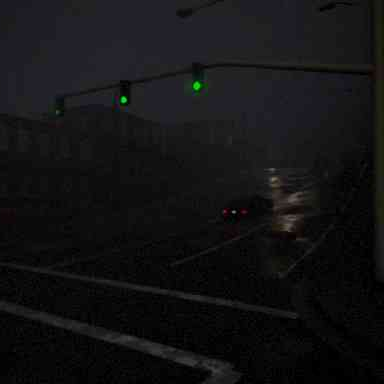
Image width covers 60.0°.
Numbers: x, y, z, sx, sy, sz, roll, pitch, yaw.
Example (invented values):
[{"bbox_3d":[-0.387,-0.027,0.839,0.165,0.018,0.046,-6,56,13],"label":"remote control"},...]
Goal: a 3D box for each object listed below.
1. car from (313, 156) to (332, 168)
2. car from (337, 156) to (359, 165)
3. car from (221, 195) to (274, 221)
[{"bbox_3d":[18.278,-4.267,46.407,1.882,1.535,5.008,-1,8,31],"label":"car"},{"bbox_3d":[27.742,-5.352,59.059,4.553,1.767,2.097,1,-1,-41],"label":"car"},{"bbox_3d":[3.711,0.928,21.639,2.033,1.411,5.357,-1,6,31],"label":"car"}]
